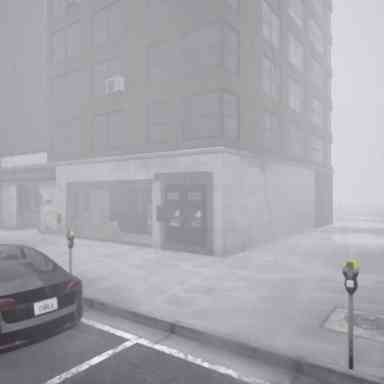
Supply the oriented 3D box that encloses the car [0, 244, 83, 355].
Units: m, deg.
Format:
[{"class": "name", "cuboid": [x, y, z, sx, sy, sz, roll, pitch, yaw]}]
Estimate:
[{"class": "car", "cuboid": [-3.656, 1.575, 5.686, 4.313, 1.339, 1.947, 0, 0, 35]}]
